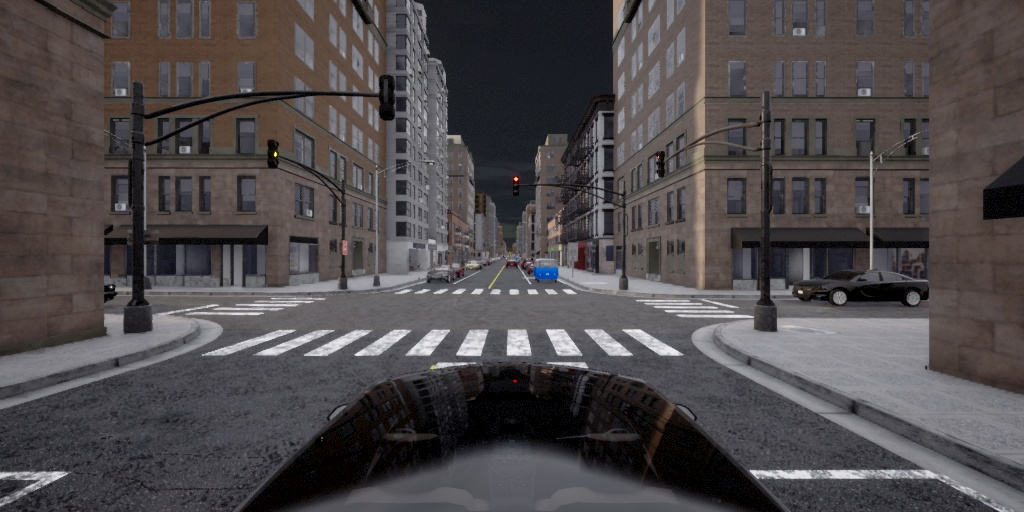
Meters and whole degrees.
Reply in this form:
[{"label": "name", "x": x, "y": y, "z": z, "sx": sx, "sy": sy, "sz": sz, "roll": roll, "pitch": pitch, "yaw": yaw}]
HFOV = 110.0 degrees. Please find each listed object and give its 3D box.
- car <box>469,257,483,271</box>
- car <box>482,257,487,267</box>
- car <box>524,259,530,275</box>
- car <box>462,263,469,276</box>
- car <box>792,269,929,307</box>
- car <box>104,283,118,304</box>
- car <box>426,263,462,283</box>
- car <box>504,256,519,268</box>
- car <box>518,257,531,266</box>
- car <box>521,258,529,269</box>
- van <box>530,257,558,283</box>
[{"label": "car", "x": -5.492, "y": 1.269, "z": 50.452, "sx": 1.751, "sy": 1.417, "sz": 4.829, "roll": 0, "pitch": 0, "yaw": 0}, {"label": "car", "x": -5.504, "y": 1.305, "z": 56.304, "sx": 1.948, "sy": 1.339, "sz": 4.313, "roll": 0, "pitch": 0, "yaw": 0}, {"label": "car", "x": 2.557, "y": 1.330, "z": 39.282, "sx": 1.802, "sy": 1.307, "sz": 4.207, "roll": 0, "pitch": 0, "yaw": 0}, {"label": "car", "x": -5.456, "y": 1.293, "z": 33.575, "sx": 1.888, "sy": 1.381, "sz": 4.507, "roll": 0, "pitch": 0, "yaw": 0}, {"label": "car", "x": 15.193, "y": 1.328, "z": 15.785, "sx": 5.008, "sy": 1.535, "sz": 1.882, "roll": 0, "pitch": 0, "yaw": 0}, {"label": "car", "x": -17.227, "y": 1.254, "z": 12.719, "sx": 4.718, "sy": 1.301, "sz": 1.895, "roll": 0, "pitch": 0, "yaw": -2}, {"label": "car", "x": -5.444, "y": 1.299, "z": 27.894, "sx": 2.007, "sy": 1.370, "sz": 4.403, "roll": 0, "pitch": 0, "yaw": 0}, {"label": "car", "x": -0.023, "y": 1.215, "z": 60.080, "sx": 1.882, "sy": 1.535, "sz": 5.008, "roll": 0, "pitch": 0, "yaw": 0}, {"label": "car", "x": 2.521, "y": 1.054, "z": 56.327, "sx": 2.192, "sy": 1.841, "sz": 5.009, "roll": 0, "pitch": 0, "yaw": 0}, {"label": "car", "x": 2.533, "y": 1.326, "z": 50.645, "sx": 1.802, "sy": 1.307, "sz": 4.207, "roll": 0, "pitch": 0, "yaw": 0}, {"label": "van", "x": 2.581, "y": 1.089, "z": 27.919, "sx": 1.690, "sy": 1.789, "sz": 3.998, "roll": 0, "pitch": 0, "yaw": 0}]
